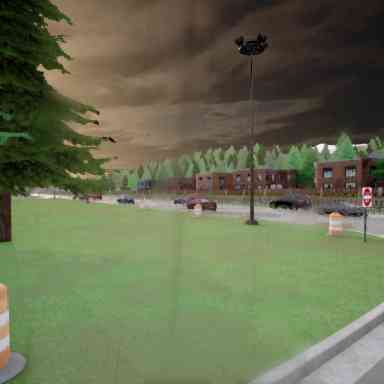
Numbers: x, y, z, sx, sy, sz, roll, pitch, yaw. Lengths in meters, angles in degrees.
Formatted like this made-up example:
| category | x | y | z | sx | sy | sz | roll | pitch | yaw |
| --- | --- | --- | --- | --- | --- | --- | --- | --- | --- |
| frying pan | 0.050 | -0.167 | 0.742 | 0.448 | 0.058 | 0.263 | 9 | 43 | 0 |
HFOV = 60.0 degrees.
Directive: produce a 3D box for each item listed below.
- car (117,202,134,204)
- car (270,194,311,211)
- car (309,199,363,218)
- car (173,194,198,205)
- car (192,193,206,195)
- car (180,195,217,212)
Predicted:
| category | x | y | z | sx | sy | sz | roll | pitch | yaw |
| --- | --- | --- | --- | --- | --- | --- | --- | --- | --- |
| car | -12.491 | 1.351 | 62.089 | 2.097 | 1.767 | 4.553 | 0 | 0 | -30 |
| car | 11.904 | 1.220 | 40.303 | 2.150 | 2.045 | 5.566 | 0 | 0 | -30 |
| car | 13.385 | 1.564 | 30.581 | 1.994 | 1.385 | 4.181 | 0 | 0 | -30 |
| car | -1.550 | 1.492 | 56.967 | 2.128 | 1.511 | 4.902 | 0 | 0 | -30 |
| car | 0.759 | 1.223 | 59.996 | 2.150 | 2.045 | 5.566 | 0 | 0 | -29 |
| car | 0.935 | 1.477 | 38.368 | 1.882 | 1.535 | 5.008 | 0 | 0 | -30 |
